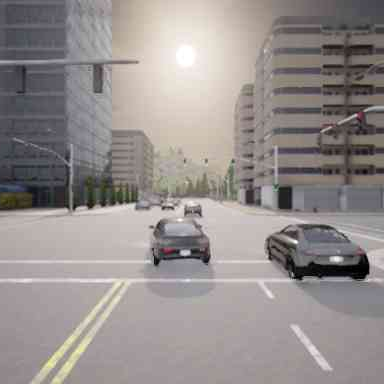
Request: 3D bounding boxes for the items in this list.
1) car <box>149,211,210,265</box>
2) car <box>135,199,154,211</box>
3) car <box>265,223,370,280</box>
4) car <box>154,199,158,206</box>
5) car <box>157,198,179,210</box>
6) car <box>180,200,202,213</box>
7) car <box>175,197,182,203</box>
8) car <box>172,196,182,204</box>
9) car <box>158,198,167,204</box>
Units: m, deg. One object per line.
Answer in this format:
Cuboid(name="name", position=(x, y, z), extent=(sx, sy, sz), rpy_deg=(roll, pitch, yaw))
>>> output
Cuboid(name="car", position=(-0.552, 1.634, 12.048), extent=(1.812, 1.442, 4.674), rpy_deg=(0, 0, -9))
Cuboid(name="car", position=(-7.072, 1.952, 48.015), extent=(1.812, 1.442, 4.674), rpy_deg=(0, -1, 0))
Cuboid(name="car", position=(3.593, 1.656, 10.269), extent=(1.994, 1.385, 4.181), rpy_deg=(0, 0, 0))
Cuboid(name="car", position=(-7.016, 2.090, 63.499), extent=(1.812, 1.442, 4.674), rpy_deg=(0, 0, 0))
Cuboid(name="car", position=(-3.568, 1.992, 50.035), extent=(2.033, 1.411, 5.357), rpy_deg=(0, 0, 0))
Cuboid(name="car", position=(0.105, 1.818, 36.785), extent=(2.128, 1.511, 4.902), rpy_deg=(0, -1, 0))
Cuboid(name="car", position=(-3.510, 2.096, 64.210), extent=(1.812, 1.442, 4.674), rpy_deg=(0, 0, 0))
Cuboid(name="car", position=(-3.491, 1.945, 79.212), extent=(2.097, 1.767, 4.553), rpy_deg=(0, -1, 0))
Cuboid(name="car", position=(-6.991, 2.193, 78.914), extent=(1.895, 1.301, 4.718), rpy_deg=(0, -1, 0))
